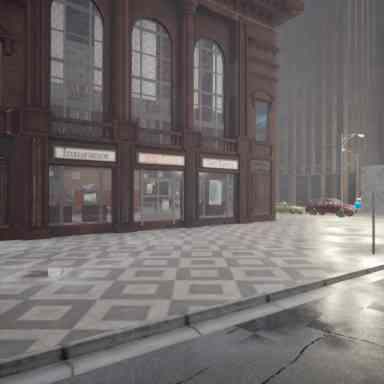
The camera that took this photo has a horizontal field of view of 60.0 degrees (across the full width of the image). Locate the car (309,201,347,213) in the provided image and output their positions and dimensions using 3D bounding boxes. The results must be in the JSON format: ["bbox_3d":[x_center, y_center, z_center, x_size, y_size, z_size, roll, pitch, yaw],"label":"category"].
[{"bbox_3d":[17.595,1.900,43.091,1.802,1.307,4.206,-1,0,-35],"label":"car"}]

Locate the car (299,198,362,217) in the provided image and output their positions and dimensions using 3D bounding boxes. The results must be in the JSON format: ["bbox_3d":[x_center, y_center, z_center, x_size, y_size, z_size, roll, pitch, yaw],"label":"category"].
[{"bbox_3d":[13.884,1.524,33.570,2.192,1.841,5.009,0,0,-35],"label":"car"}]

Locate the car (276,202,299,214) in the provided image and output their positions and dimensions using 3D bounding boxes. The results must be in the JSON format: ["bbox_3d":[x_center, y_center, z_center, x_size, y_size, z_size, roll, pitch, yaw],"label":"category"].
[{"bbox_3d":[10.737,1.800,38.023,1.752,1.417,4.829,0,0,-35],"label":"car"}]
